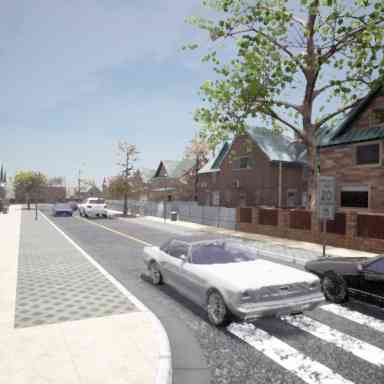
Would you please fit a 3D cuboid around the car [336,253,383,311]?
[{"bbox_3d":[4.537,1.691,5.970,2.033,1.411,5.357,2,-1,-27],"label":"car"}]

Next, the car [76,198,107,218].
[{"bbox_3d":[-10.660,1.681,35.744,2.150,2.045,5.566,2,-1,-27],"label":"car"}]

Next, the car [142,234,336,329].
[{"bbox_3d":[0.504,1.684,7.390,1.895,1.301,4.718,2,-1,-27],"label":"car"}]

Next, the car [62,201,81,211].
[{"bbox_3d":[-18.722,2.152,51.504,2.128,1.511,4.902,2,-2,-27],"label":"car"}]

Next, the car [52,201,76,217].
[{"bbox_3d":[-14.146,1.942,36.141,2.033,1.411,5.357,2,-2,-27],"label":"car"}]
